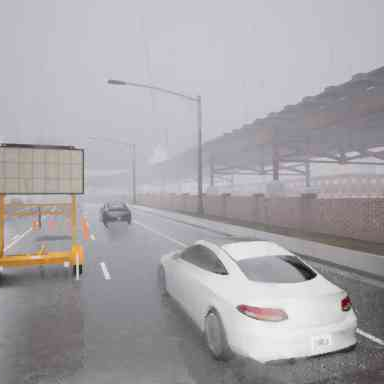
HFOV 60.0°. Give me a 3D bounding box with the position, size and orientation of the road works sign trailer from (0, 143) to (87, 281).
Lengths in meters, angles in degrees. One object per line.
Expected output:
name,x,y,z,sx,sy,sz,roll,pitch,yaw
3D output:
road works sign trailer,-4.321,0.470,9.454,2.380,3.560,2.880,0,0,-19

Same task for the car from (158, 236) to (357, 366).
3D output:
car,0.712,1.527,5.967,1.812,1.442,4.674,0,0,-19

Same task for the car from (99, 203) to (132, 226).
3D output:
car,-5.530,1.504,23.819,2.128,1.511,4.902,0,0,-19

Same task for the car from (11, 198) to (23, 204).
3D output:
car,-32.436,1.729,61.701,2.033,1.411,5.357,0,-1,-29
